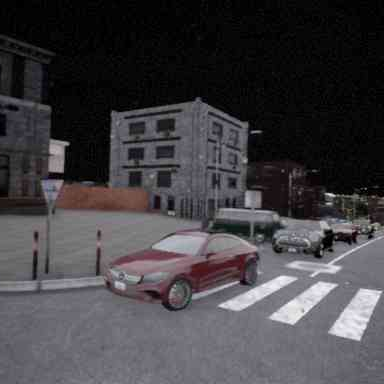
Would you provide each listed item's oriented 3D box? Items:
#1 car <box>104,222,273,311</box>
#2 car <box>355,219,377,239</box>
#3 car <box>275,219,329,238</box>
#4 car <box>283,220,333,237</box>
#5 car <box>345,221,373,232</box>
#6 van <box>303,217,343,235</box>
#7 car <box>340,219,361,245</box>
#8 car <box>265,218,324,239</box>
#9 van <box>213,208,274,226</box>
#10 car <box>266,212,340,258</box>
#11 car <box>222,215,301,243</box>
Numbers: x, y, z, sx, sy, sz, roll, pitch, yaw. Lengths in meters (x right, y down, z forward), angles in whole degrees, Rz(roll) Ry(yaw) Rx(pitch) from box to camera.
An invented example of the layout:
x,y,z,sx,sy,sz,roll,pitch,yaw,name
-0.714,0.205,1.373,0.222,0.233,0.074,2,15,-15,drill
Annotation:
x,y,z,sx,sy,sz,roll,pitch,yaw,name
0.065,1.684,8.318,1.812,1.442,4.674,1,-2,39,car
19.324,4.161,37.803,2.150,2.045,5.566,1,-4,33,car
10.939,3.612,33.234,4.674,1.452,2.002,1,-4,33,car
12.362,3.852,35.477,4.674,1.452,2.002,1,-4,33,car
38.421,7.951,76.549,5.566,2.045,2.435,1,-4,33,car
16.750,4.338,42.597,4.442,1.987,1.878,1,-4,33,van
11.419,3.095,25.439,1.882,1.535,5.008,1,-4,33,car
9.472,3.351,30.876,4.792,1.488,2.163,1,-4,33,car
3.342,2.108,21.489,4.442,1.987,1.878,1,-4,33,van
5.527,2.061,16.172,2.097,1.767,4.553,1,-3,32,car
4.906,2.561,23.750,5.008,1.535,2.097,1,-4,33,car
